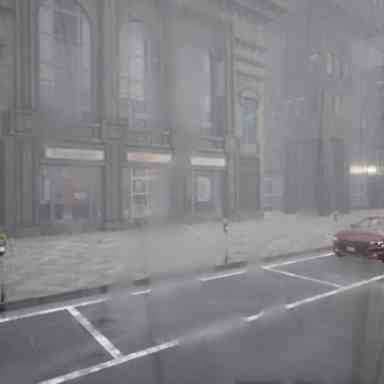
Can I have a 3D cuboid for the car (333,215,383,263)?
[{"bbox_3d":[6.641,1.466,11.383,4.507,1.381,1.887,0,0,-35],"label":"car"}]
